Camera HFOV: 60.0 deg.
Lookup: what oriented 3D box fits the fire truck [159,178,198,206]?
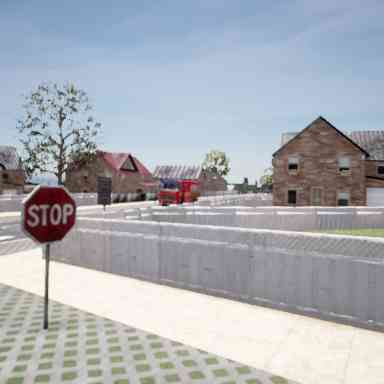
[{"bbox_3d":[-1.736,-0.027,47.070,2.891,3.827,8.468,2,1,19],"label":"fire truck"}]
